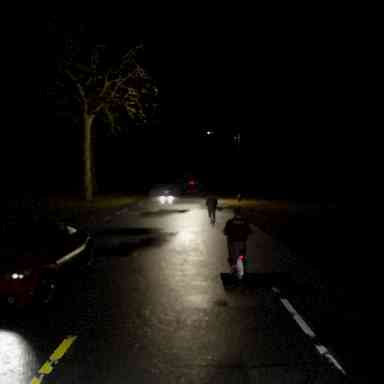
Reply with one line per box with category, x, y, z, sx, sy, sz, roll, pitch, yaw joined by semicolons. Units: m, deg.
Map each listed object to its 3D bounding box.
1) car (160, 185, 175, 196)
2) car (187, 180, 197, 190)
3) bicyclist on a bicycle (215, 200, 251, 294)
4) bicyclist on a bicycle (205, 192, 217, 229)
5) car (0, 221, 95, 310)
car;-3.573;-0.214;48.703;2.128;1.511;4.902;0;2;0
car;0.002;-1.279;72.691;2.128;1.511;4.902;0;3;0
bicyclist on a bicycle;0.963;1.159;7.263;0.659;1.776;1.843;0;2;0
bicyclist on a bicycle;0.963;0.883;16.259;0.659;1.776;1.843;0;2;0
car;-3.597;1.352;7.278;1.994;1.385;4.181;0;2;0
